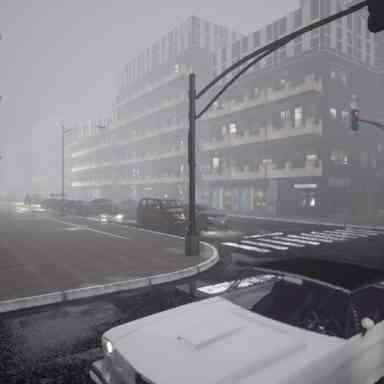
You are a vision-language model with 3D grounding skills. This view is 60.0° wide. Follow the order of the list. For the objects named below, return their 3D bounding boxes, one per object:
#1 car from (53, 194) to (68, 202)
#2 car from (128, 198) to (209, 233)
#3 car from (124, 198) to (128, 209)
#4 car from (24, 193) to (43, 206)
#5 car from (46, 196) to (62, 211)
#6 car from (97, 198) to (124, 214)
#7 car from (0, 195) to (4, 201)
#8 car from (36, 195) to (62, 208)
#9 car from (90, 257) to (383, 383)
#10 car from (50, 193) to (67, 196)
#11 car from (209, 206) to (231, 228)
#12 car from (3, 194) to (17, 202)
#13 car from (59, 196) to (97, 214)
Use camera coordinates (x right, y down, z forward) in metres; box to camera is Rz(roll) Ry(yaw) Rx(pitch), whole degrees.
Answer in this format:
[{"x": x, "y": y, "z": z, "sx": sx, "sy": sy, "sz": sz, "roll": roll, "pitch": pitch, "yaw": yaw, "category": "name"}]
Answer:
[{"x": -27.918, "y": 1.269, "z": 70.495, "sx": 1.967, "sy": 1.590, "sz": 4.097, "roll": 0, "pitch": 0, "yaw": -36, "category": "car"}, {"x": -1.552, "y": 1.264, "z": 19.663, "sx": 2.192, "sy": 1.841, "sz": 5.009, "roll": 0, "pitch": 0, "yaw": -36, "category": "car"}, {"x": -8.023, "y": 1.465, "z": 42.941, "sx": 1.802, "sy": 1.307, "sz": 4.206, "roll": 0, "pitch": 0, "yaw": -36, "category": "car"}, {"x": -24.764, "y": 1.162, "z": 51.811, "sx": 2.192, "sy": 1.841, "sz": 5.009, "roll": 0, "pitch": 0, "yaw": -36, "category": "car"}, {"x": -14.817, "y": 1.451, "z": 38.034, "sx": 1.947, "sy": 1.339, "sz": 4.313, "roll": 0, "pitch": 0, "yaw": -36, "category": "car"}, {"x": -9.229, "y": 1.377, "z": 34.725, "sx": 1.882, "sy": 1.535, "sz": 5.008, "roll": 0, "pitch": 0, "yaw": -36, "category": "car"}, {"x": -41.345, "y": 1.269, "z": 74.773, "sx": 1.967, "sy": 1.590, "sz": 4.097, "roll": 0, "pitch": 0, "yaw": -36, "category": "car"}, {"x": -18.134, "y": 1.436, "z": 42.628, "sx": 1.947, "sy": 1.339, "sz": 4.313, "roll": 0, "pitch": 0, "yaw": -36, "category": "car"}, {"x": 1.306, "y": 1.601, "z": 4.055, "sx": 4.718, "sy": 1.301, "sz": 1.895, "roll": 0, "pitch": 0, "yaw": -39, "category": "car"}, {"x": -19.824, "y": 1.116, "z": 49.562, "sx": 2.150, "sy": 2.045, "sz": 5.566, "roll": 0, "pitch": 0, "yaw": -36, "category": "car"}, {"x": 0.446, "y": 1.474, "z": 21.310, "sx": 1.812, "sy": 1.442, "sz": 4.674, "roll": 0, "pitch": 0, "yaw": -36, "category": "car"}, {"x": -38.029, "y": 1.412, "z": 70.181, "sx": 1.802, "sy": 1.307, "sz": 4.206, "roll": 0, "pitch": 0, "yaw": -36, "category": "car"}, {"x": -11.501, "y": 1.444, "z": 33.441, "sx": 1.887, "sy": 1.381, "sz": 4.507, "roll": 0, "pitch": 0, "yaw": -36, "category": "car"}]
